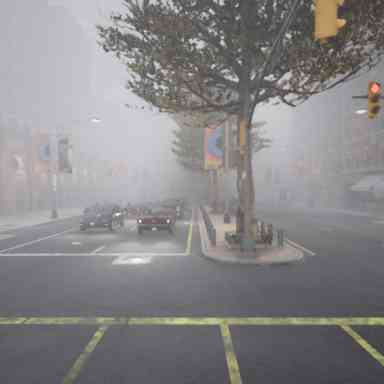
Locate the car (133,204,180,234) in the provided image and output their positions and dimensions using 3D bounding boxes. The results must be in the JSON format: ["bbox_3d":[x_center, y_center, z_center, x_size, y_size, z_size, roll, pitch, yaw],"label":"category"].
[{"bbox_3d":[-1.915,1.583,19.242,1.895,1.301,4.718,0,0,1],"label":"car"}]

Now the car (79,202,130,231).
[{"bbox_3d":[-5.402,1.492,20.532,1.837,1.490,4.892,0,0,1],"label":"car"}]

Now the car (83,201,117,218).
[{"bbox_3d":[-8.434,1.576,30.925,1.895,1.301,4.718,0,0,0],"label":"car"}]

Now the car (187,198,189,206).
[{"bbox_3d":[-1.693,1.507,38.581,2.033,1.411,5.357,0,0,1],"label":"car"}]

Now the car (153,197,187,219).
[{"bbox_3d":[-1.812,1.324,28.296,2.097,1.767,4.553,0,0,1],"label":"car"}]

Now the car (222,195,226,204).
[{"bbox_3d":[6.643,1.273,59.927,2.097,1.767,4.553,0,0,1],"label":"car"}]

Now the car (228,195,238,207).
[{"bbox_3d":[6.526,1.438,49.538,1.837,1.490,4.892,0,0,1],"label":"car"}]

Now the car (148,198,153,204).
[{"bbox_3d":[-5.131,1.487,42.724,1.812,1.442,4.674,0,0,1],"label":"car"}]

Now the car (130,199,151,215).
[{"bbox_3d":[-5.290,1.577,30.417,1.895,1.301,4.718,0,0,1],"label":"car"}]
